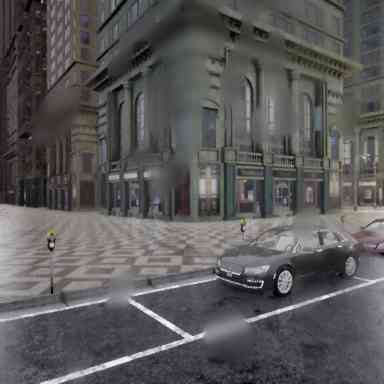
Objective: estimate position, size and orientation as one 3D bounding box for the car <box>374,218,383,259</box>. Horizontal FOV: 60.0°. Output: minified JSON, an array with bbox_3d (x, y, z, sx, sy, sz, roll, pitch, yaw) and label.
[{"bbox_3d":[7.000,1.582,11.620,4.206,1.307,1.802,0,0,-35],"label":"car"}]

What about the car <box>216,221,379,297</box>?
[{"bbox_3d":[2.588,1.551,8.484,4.403,1.369,2.008,0,0,-35],"label":"car"}]
